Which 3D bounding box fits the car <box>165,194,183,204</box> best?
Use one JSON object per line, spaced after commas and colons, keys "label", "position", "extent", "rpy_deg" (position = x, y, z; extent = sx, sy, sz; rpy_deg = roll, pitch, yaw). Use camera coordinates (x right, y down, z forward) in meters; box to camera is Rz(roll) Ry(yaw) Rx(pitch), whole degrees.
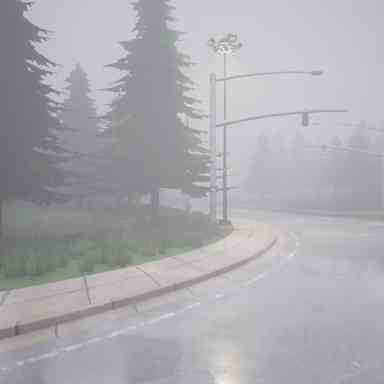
{"label": "car", "position": [-3.140, 1.566, 65.396], "extent": [2.033, 1.411, 5.357], "rpy_deg": [0, 0, -21]}

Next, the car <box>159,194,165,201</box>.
{"label": "car", "position": [-7.000, 1.207, 75.143], "extent": [2.150, 2.045, 5.566], "rpy_deg": [0, 0, -21]}
